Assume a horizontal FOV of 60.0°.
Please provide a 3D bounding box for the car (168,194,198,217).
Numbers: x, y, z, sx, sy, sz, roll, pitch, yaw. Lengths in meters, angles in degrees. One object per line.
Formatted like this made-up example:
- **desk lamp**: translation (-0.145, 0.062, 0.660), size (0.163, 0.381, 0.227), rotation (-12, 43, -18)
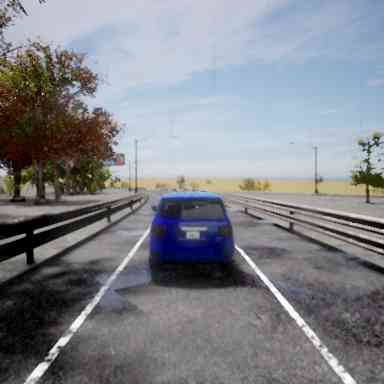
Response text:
- **car**: translation (-0.762, 0.974, 25.845), size (2.033, 1.411, 5.357), rotation (0, 1, -3)

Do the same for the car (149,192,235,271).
- **car**: translation (-0.084, 0.993, 10.241), size (2.150, 2.045, 5.566), rotation (0, 2, -2)
